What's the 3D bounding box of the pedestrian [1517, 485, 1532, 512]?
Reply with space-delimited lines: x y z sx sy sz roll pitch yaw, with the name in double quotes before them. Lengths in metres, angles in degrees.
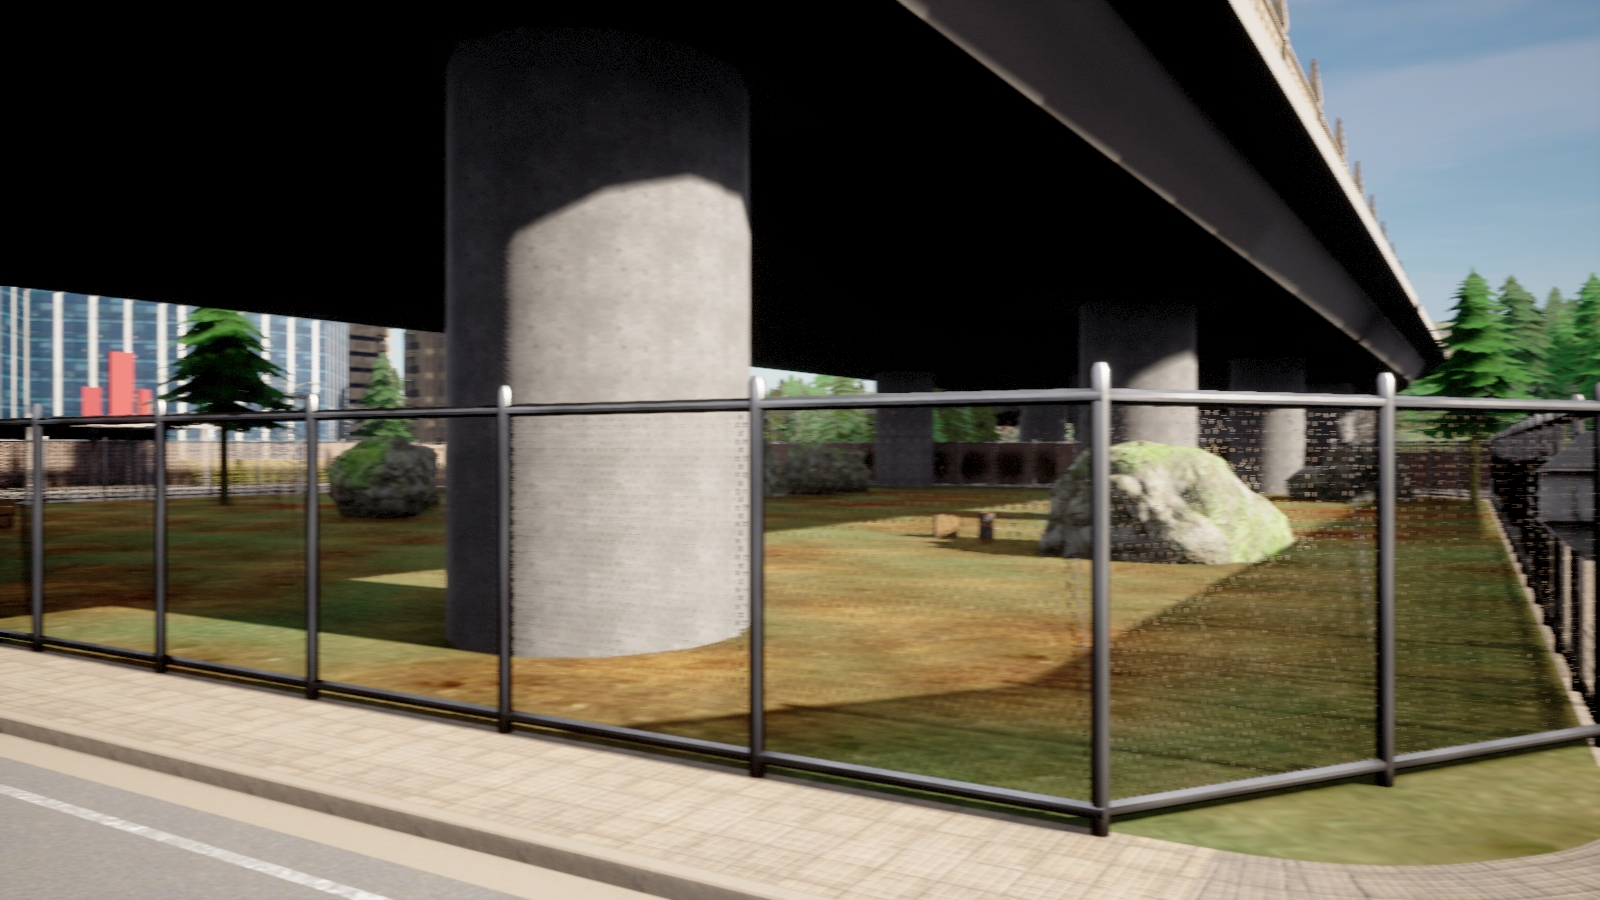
"pedestrian" 30.350 2.015 47.859 0.500 1.100 0.500 0 0 29
